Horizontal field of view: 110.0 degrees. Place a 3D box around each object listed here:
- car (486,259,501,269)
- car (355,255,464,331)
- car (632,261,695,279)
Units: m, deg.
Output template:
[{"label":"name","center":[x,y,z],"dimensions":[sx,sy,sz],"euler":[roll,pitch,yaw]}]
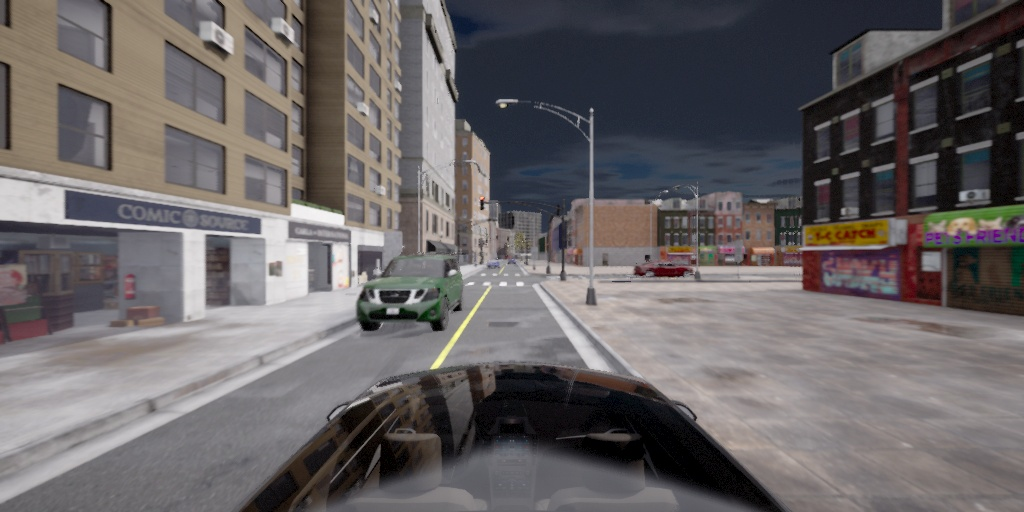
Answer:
[{"label":"car","center":[-2.845,1.258,55.053],"dimensions":[1.812,1.442,4.674],"euler":[0,0,1]},{"label":"car","center":[-2.840,0.967,11.318],"dimensions":[2.150,2.045,5.566],"euler":[0,0,0]},{"label":"car","center":[12.814,1.164,30.362],"dimensions":[5.008,1.535,1.882],"euler":[0,0,1]}]
